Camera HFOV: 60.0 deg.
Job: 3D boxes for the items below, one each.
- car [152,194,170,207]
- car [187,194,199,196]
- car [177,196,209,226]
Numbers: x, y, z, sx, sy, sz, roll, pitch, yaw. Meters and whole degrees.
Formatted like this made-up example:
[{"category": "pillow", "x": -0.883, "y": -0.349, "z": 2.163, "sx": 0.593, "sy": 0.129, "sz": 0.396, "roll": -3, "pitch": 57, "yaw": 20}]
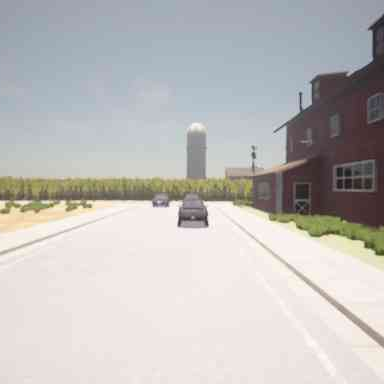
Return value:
[{"category": "car", "x": -3.582, "y": 0.976, "z": 39.060, "sx": 2.128, "sy": 1.511, "sz": 4.902, "roll": 0, "pitch": 1, "yaw": 0}, {"category": "car", "x": 0.057, "y": 1.030, "z": 36.036, "sx": 1.837, "sy": 1.490, "sz": 4.892, "roll": 0, "pitch": 1, "yaw": 0}, {"category": "car", "x": 0.059, "y": 1.218, "z": 21.029, "sx": 2.128, "sy": 1.511, "sz": 4.902, "roll": 0, "pitch": 1, "yaw": 0}]
